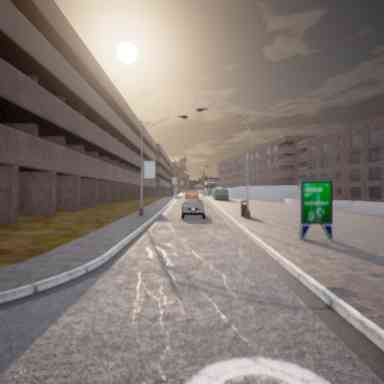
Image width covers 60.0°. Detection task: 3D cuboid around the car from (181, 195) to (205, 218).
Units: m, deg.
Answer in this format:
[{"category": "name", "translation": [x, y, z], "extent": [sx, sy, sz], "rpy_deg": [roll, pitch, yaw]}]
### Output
[{"category": "car", "translation": [0.087, 1.250, 26.747], "extent": [2.033, 1.411, 5.357], "rpy_deg": [0, 1, 0]}]

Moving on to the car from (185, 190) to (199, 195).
[{"category": "car", "translation": [0.018, 0.446, 51.273], "extent": [2.097, 1.767, 4.553], "rpy_deg": [0, 1, 1]}]
